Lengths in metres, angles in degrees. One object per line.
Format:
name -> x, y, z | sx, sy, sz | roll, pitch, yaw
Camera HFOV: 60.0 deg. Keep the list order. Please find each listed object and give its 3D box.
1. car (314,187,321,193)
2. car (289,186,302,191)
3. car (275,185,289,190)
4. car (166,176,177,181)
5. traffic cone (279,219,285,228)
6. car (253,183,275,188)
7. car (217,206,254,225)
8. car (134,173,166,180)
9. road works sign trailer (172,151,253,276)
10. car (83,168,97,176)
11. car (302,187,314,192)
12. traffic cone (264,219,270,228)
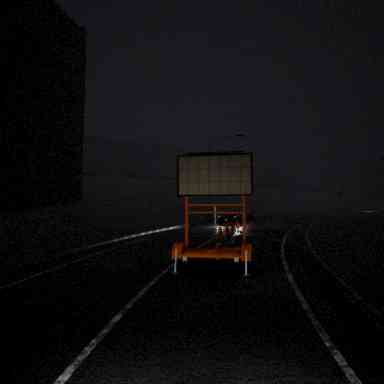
car -> 31.784, -0.179, 87.167 | 5.566, 2.045, 2.435 | 5, -6, -43
car -> 23.470, -0.576, 79.600 | 4.892, 1.521, 2.231 | 4, -6, -40
car -> 19.349, -0.811, 76.085 | 4.674, 1.452, 2.002 | 4, -6, -39
car -> -2.933, -2.136, 59.420 | 4.892, 1.521, 2.231 | 3, -5, -33
traffic cone -> 6.082, 2.130, 22.523 | 0.340, 0.580, 0.340 | -2, -1, 17
car -> 15.077, -1.091, 72.601 | 4.792, 1.488, 2.163 | 3, -6, -38
car -> 3.672, 1.893, 27.341 | 1.812, 1.442, 4.674 | -2, -2, 28
car -> -7.545, -2.347, 56.395 | 4.892, 1.521, 2.231 | 2, -5, -33
road works sign trailer -> 0.756, 0.525, 10.657 | 2.380, 3.560, 2.880 | -1, -1, 12
car -> -16.698, -2.866, 50.421 | 4.553, 1.767, 2.185 | 2, -5, -33
car -> 27.671, -0.391, 83.355 | 4.553, 1.767, 2.185 | 4, -6, -42
traffic cone -> 5.126, 2.159, 22.807 | 0.340, 0.580, 0.340 | -2, -1, 17
